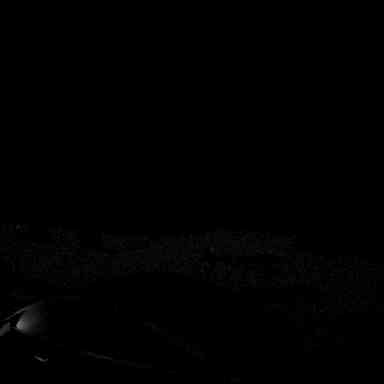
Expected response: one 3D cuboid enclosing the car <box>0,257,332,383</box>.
[{"bbox_3d":[-0.794,1.560,3.531,4.313,1.339,1.947,0,0,36],"label":"car"}]
